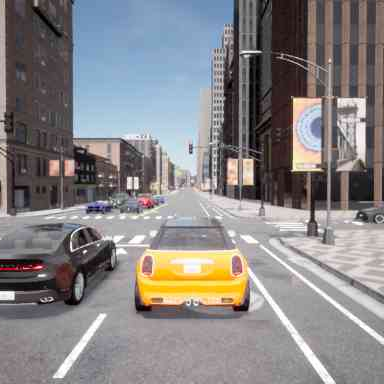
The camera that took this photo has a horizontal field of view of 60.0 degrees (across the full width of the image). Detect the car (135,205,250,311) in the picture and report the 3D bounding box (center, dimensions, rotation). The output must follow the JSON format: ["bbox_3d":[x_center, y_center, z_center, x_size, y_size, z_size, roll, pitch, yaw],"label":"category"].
[{"bbox_3d":[0.011,1.351,7.897,2.097,1.767,4.553,0,0,0],"label":"car"}]

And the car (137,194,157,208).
[{"bbox_3d":[-6.599,1.245,46.007,2.150,2.045,5.566,0,0,1],"label":"car"}]

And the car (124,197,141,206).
[{"bbox_3d":[-9.817,1.592,55.288,1.994,1.385,4.181,0,0,2],"label":"car"}]

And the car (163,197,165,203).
[{"bbox_3d":[-6.530,1.509,66.053,1.882,1.535,5.008,0,0,1],"label":"car"}]

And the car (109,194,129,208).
[{"bbox_3d":[-9.843,1.244,45.330,2.150,2.045,5.566,0,0,1],"label":"car"}]

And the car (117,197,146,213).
[{"bbox_3d":[-6.600,1.581,36.730,1.994,1.385,4.181,0,0,0],"label":"car"}]

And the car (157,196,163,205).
[{"bbox_3d":[-6.583,1.592,55.980,1.994,1.385,4.181,0,0,0],"label":"car"}]

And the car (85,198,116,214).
[{"bbox_3d":[-9.849,1.616,35.571,1.895,1.301,4.718,0,0,0],"label":"car"}]

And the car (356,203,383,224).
[{"bbox_3d":[13.987,1.471,23.566,4.181,1.385,1.994,0,1,0],"label":"car"}]

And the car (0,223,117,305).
[{"bbox_3d":[-3.153,1.504,8.042,1.837,1.490,4.892,0,0,0],"label":"car"}]
